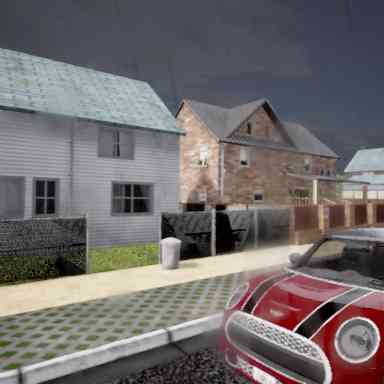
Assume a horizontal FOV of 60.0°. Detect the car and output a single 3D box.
[{"bbox_3d":[2.583,1.361,4.789,4.553,1.767,2.097,0,0,-35],"label":"car"}]
